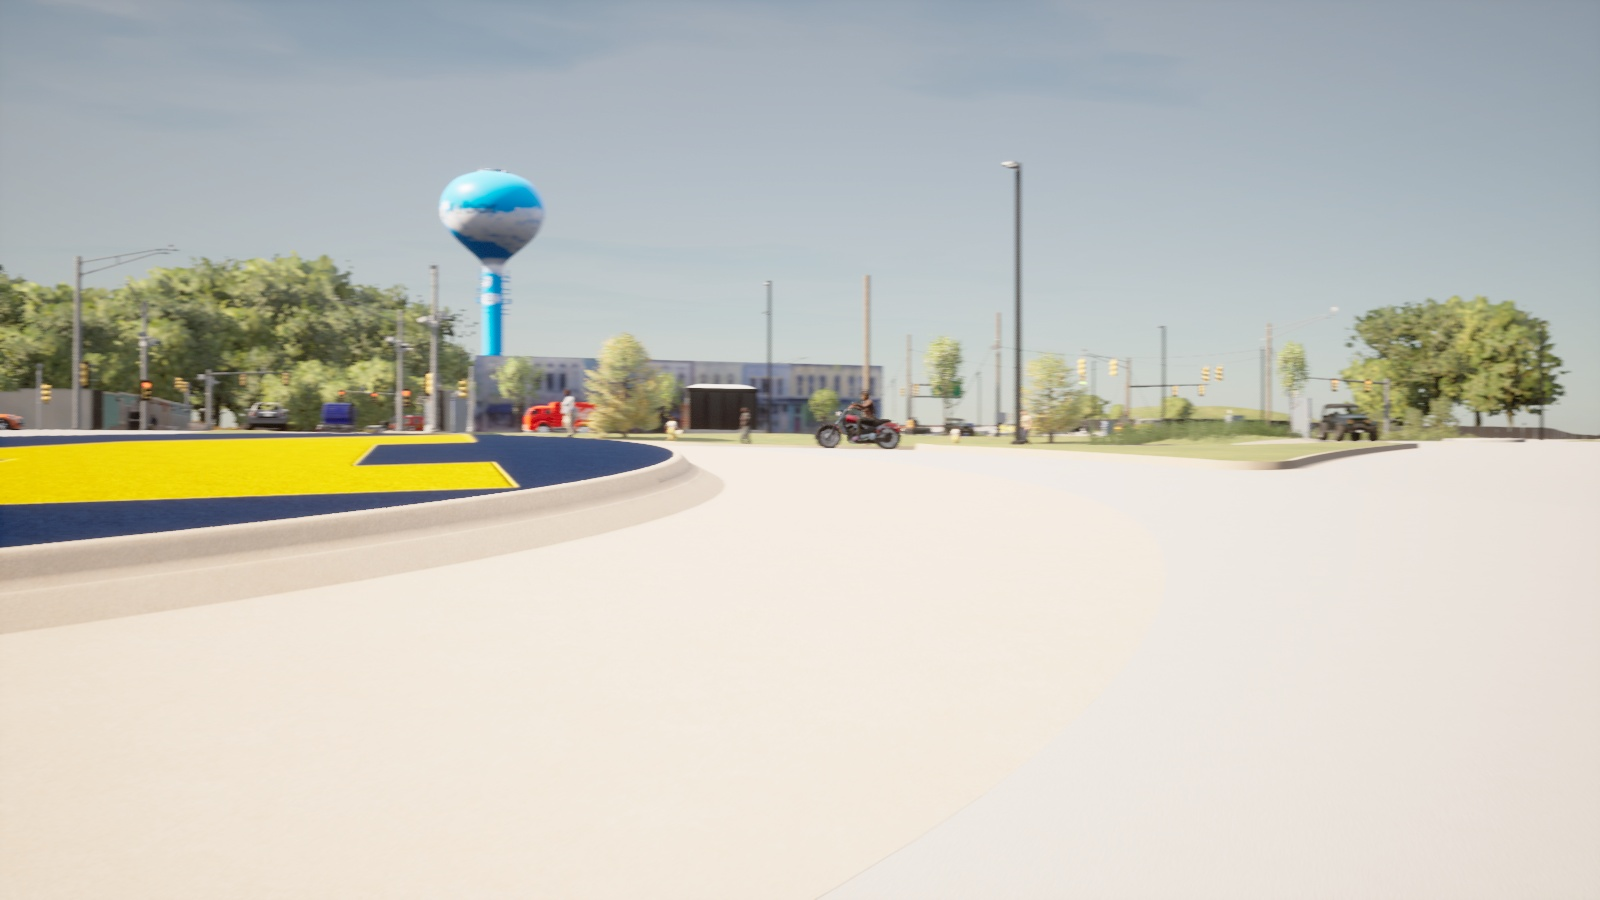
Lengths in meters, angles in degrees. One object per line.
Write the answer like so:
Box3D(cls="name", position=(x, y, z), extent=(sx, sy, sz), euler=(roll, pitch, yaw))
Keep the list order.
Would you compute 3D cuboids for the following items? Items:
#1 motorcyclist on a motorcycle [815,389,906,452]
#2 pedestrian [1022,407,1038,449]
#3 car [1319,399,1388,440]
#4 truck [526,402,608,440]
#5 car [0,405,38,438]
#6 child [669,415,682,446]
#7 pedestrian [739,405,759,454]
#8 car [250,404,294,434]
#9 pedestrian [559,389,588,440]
Box3D(cls="motorcyclist on a motorcycle", position=(1.621, -0.795, 33.905), extent=(2.350, 1.649, 0.766), euler=(0, -1, -6))
Box3D(cls="pedestrian", position=(10.086, -0.956, 55.112), extent=(0.594, 1.836, 0.345), euler=(0, 0, -24))
Box3D(cls="car", position=(26.729, -1.457, 60.782), extent=(1.905, 1.878, 3.866), euler=(-1, 1, 5))
Box3D(cls="truck", position=(-16.002, -1.954, 86.146), extent=(5.204, 2.467, 2.627), euler=(0, -1, -18))
Box3D(cls="car", position=(-46.878, -1.547, 72.438), extent=(4.553, 1.767, 2.097), euler=(-3, 1, -17))
Box3D(cls="child", position=(-4.977, -0.773, 50.186), extent=(0.437, 1.263, 0.270), euler=(0, 0, -27))
Box3D(cls="pedestrian", position=(-2.026, -0.807, 50.084), extent=(0.666, 1.930, 0.402), euler=(0, 0, -25))
Box3D(cls="car", position=(-27.277, -1.590, 64.793), extent=(1.970, 1.475, 3.806), euler=(0, 0, -24))
Box3D(cls="pedestrian", position=(-8.449, -1.307, 46.828), extent=(0.900, 1.855, 0.874), euler=(0, 0, -25))
